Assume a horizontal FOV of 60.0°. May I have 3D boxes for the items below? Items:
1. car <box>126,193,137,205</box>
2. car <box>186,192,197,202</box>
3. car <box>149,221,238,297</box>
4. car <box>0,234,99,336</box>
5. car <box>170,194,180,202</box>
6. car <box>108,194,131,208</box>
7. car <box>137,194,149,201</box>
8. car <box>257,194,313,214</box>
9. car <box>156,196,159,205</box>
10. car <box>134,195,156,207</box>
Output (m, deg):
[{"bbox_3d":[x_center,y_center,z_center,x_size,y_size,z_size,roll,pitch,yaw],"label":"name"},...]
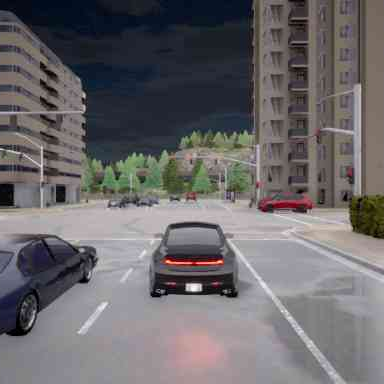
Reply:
[{"bbox_3d":[-10.678,1.220,57.877,2.150,2.045,5.566,0,0,0],"label":"car"},{"bbox_3d":[-0.134,1.064,73.052,2.150,2.045,5.566,0,0,0],"label":"car"},{"bbox_3d":[0.048,1.505,8.528,1.837,1.490,4.892,0,0,0],"label":"car"},{"bbox_3d":[-3.462,1.547,6.598,2.033,1.411,5.357,0,0,0],"label":"car"},{"bbox_3d":[-3.634,1.194,72.985,2.097,1.767,4.553,0,0,0],"label":"car"},{"bbox_3d":[-10.671,1.491,47.589,2.128,1.511,4.902,0,0,0],"label":"car"},{"bbox_3d":[-10.633,1.255,72.825,1.994,1.385,4.181,0,0,0],"label":"car"},{"bbox_3d":[9.664,1.222,34.728,5.566,2.045,2.150,0,0,0],"label":"car"},{"bbox_3d":[-7.177,1.353,59.526,2.097,1.767,4.553,0,0,0],"label":"car"},{"bbox_3d":[-7.167,1.564,50.946,1.994,1.385,4.181,0,0,0],"label":"car"}]
